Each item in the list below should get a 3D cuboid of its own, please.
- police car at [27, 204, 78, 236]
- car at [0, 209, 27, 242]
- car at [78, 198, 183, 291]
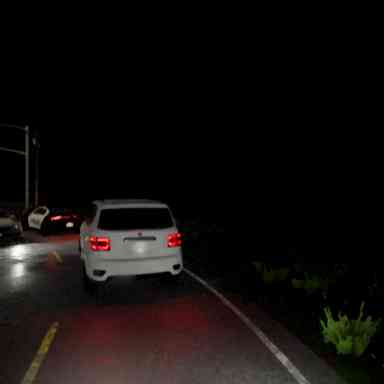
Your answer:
[{"bbox_3d":[-7.640,1.428,18.043,2.038,1.542,4.974,0,0,-44],"label":"police car"},{"bbox_3d":[-9.335,1.461,15.204,1.812,1.442,4.674,0,0,-42],"label":"car"},{"bbox_3d":[-1.941,1.183,9.266,2.150,2.045,5.566,0,0,-19],"label":"car"}]
